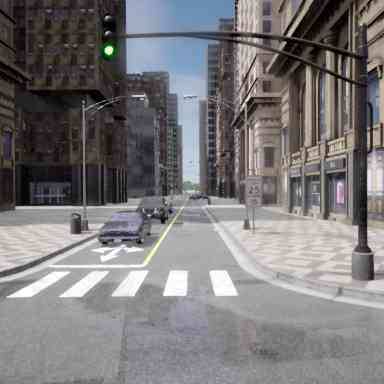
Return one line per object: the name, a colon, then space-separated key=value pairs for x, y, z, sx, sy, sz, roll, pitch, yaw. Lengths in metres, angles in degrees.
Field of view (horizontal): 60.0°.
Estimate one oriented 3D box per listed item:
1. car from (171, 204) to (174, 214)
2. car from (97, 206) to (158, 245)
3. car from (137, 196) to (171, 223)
car: x=-3.087 y=1.684 z=37.051 sx=1.812 sy=1.442 sz=4.674 roll=0 pitch=0 yaw=0
car: x=-3.107 y=1.643 z=16.501 sx=2.033 sy=1.411 sz=5.357 roll=0 pitch=0 yaw=0
car: x=-3.105 y=1.348 z=26.720 sx=2.150 sy=2.045 sz=5.566 roll=0 pitch=0 yaw=-1
